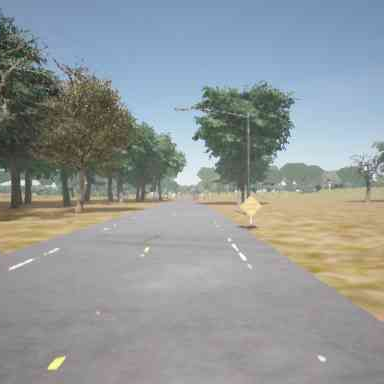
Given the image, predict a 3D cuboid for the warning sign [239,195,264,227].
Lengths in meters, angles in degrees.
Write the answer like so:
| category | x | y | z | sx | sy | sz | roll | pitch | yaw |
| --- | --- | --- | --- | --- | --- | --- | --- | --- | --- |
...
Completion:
| category | x | y | z | sx | sy | sz | roll | pitch | yaw |
| --- | --- | --- | --- | --- | --- | --- | --- | --- | --- |
| warning sign | 3.536 | 1.142 | 19.976 | 1.300 | 1.860 | 1.060 | -1 | -1 | 0 |
